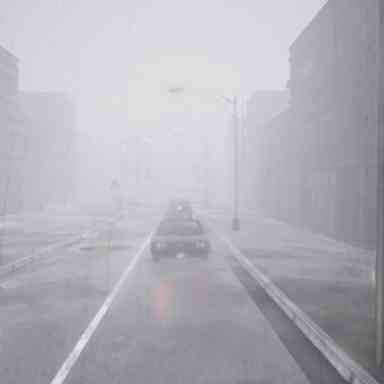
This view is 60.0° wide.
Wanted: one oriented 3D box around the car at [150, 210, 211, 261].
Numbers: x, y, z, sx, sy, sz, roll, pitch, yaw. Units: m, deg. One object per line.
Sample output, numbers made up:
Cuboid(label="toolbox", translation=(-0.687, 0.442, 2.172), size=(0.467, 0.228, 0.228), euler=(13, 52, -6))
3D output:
Cuboid(label="car", translation=(-0.428, 1.609, 12.407), size=(1.895, 1.301, 4.718), euler=(-1, 1, -2))

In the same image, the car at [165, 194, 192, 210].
Cuboid(label="car", translation=(-1.063, 1.235, 27.773), size=(2.097, 1.767, 4.553), euler=(0, 2, -2))

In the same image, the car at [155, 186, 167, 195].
Cuboid(label="car", translation=(-5.414, -0.254, 57.712), size=(1.837, 1.490, 4.892), euler=(0, 4, -2))
